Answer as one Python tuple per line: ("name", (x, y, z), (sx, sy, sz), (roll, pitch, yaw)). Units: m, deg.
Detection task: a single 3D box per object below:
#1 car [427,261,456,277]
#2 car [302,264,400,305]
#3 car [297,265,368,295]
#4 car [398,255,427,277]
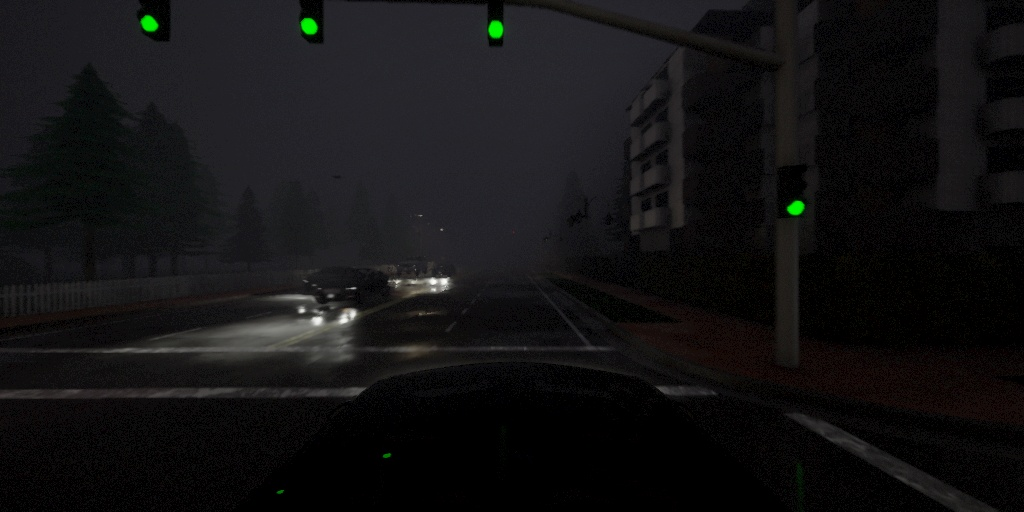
("car", (-7.007, 1.388, 37.366), (2.128, 1.511, 4.902), (0, 0, 0))
("car", (-7.097, 1.301, 16.494), (2.128, 1.511, 4.902), (0, 0, 0))
("car", (-10.593, 1.336, 21.681), (1.837, 1.490, 4.892), (0, 0, 0))
("car", (-10.499, 0.929, 38.097), (2.150, 2.045, 5.566), (0, 0, 0))
